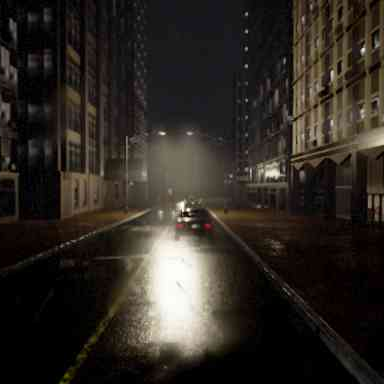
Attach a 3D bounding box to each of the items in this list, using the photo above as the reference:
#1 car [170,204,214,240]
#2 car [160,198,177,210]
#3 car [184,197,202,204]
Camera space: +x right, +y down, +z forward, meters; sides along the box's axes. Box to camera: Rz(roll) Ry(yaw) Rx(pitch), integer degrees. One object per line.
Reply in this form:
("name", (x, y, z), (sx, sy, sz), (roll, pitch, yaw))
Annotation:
("car", (0.101, 1.536, 16.917), (2.033, 1.411, 5.357), (0, 0, 0))
("car", (-2.999, 1.467, 42.949), (1.882, 1.535, 5.008), (0, 0, 0))
("car", (0.101, 1.336, 41.242), (2.097, 1.767, 4.553), (0, 0, 0))
